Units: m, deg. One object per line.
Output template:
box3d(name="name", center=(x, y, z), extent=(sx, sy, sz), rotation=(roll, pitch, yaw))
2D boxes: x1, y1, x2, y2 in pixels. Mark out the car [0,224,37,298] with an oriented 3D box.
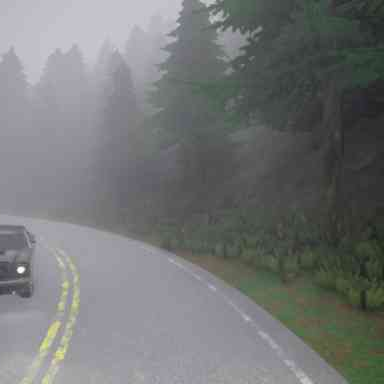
box3d(name="car", center=(-4.872, 1.545, 8.150), extent=(1.895, 1.301, 4.718), rotation=(1, 1, -24))
